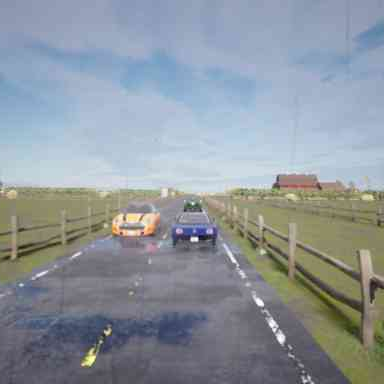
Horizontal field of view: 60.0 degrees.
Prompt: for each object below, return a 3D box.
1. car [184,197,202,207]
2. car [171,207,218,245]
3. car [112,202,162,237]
[{"bbox_3d":[0.098,1.373,38.894,2.097,1.767,4.553,0,0,0],"label":"car"},{"bbox_3d":[0.101,1.608,15.534,1.895,1.301,4.718,0,0,0],"label":"car"},{"bbox_3d":[-2.848,1.360,17.955,2.097,1.767,4.553,0,0,0],"label":"car"}]
